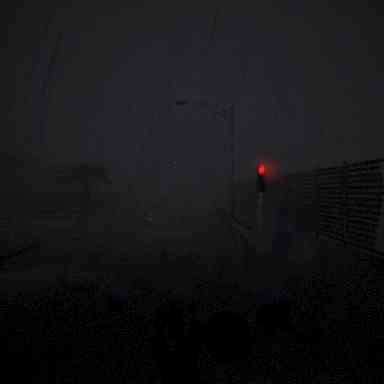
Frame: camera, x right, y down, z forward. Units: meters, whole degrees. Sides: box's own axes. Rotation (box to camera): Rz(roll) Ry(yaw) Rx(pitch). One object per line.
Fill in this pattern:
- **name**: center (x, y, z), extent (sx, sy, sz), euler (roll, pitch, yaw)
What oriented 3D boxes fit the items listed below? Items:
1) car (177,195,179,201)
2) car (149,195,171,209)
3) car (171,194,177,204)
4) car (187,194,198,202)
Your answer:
- **car**: center (-3.898, 1.188, 71.468), extent (1.994, 1.385, 4.181), euler (0, 0, 0)
- **car**: center (-4.035, 1.276, 40.633), extent (1.882, 1.535, 5.008), euler (0, 0, 0)
- **car**: center (-3.983, 1.244, 56.609), extent (1.812, 1.442, 4.674), euler (0, 0, 0)
- **car**: center (0.091, 1.187, 63.999), extent (1.837, 1.490, 4.892), euler (0, 0, 0)
